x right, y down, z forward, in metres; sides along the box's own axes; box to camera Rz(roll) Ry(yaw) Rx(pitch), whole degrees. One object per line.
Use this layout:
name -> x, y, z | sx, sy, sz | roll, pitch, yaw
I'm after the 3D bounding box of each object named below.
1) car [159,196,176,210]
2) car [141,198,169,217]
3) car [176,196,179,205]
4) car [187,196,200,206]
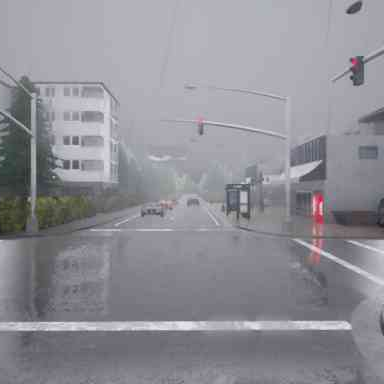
car -> -3.498, 1.352, 41.776 | 2.097, 1.767, 4.553 | 0, 0, 0
car -> -3.530, 1.564, 31.042 | 1.994, 1.385, 4.181 | 0, 0, 0
car -> -3.370, 1.418, 57.654 | 2.097, 1.767, 4.553 | 0, 0, 0
car -> 0.236, 1.505, 54.213 | 1.837, 1.490, 4.892 | 0, 0, 1
